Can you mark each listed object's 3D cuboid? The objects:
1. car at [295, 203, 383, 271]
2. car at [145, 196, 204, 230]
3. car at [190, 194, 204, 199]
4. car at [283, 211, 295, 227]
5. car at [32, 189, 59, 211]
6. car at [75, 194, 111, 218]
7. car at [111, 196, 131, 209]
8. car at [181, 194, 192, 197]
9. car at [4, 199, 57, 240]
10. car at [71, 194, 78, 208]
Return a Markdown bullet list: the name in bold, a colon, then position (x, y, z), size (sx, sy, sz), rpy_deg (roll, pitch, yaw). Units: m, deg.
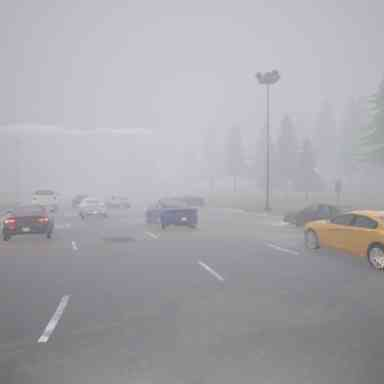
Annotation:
- **car**: position (5.520, 1.314, 10.472), size (1.882, 1.535, 5.008), rpy_deg (0, 1, -13)
- **car**: position (-1.291, 1.188, 18.856), size (1.882, 1.535, 5.008), rpy_deg (0, 1, -21)
- **car**: position (-0.400, 0.934, 35.526), size (1.882, 1.535, 5.008), rpy_deg (0, 0, -22)
- **car**: position (7.032, 1.281, 17.209), size (2.033, 1.411, 5.357), rpy_deg (0, 1, -22)
- **car**: position (-14.147, 0.729, 32.171), size (2.150, 2.045, 5.566), rpy_deg (0, 0, -22)
- **car**: position (-7.610, 1.140, 25.297), size (1.812, 1.442, 4.674), rpy_deg (0, 1, -22)
- **car**: position (-7.938, 1.060, 35.504), size (1.895, 1.301, 4.718), rpy_deg (0, 1, -23)
- **car**: position (-1.948, 1.105, 29.999), size (1.994, 1.385, 4.181), rpy_deg (0, 1, -22)
- **car**: position (-7.450, 1.290, 15.444), size (1.812, 1.442, 4.674), rpy_deg (0, 1, -21)
- **car**: position (-12.303, 0.943, 36.943), size (1.837, 1.490, 4.892), rpy_deg (0, 1, -22)
